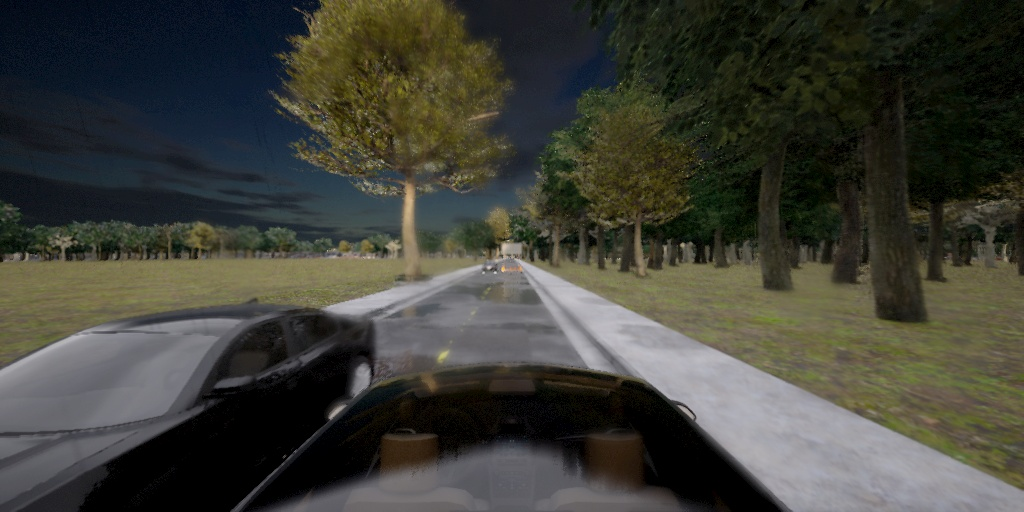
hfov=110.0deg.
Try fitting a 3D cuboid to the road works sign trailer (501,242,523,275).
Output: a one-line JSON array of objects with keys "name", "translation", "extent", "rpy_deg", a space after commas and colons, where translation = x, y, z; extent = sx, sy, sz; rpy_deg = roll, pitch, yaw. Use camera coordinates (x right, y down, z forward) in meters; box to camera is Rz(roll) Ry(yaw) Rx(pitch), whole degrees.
[{"name": "road works sign trailer", "translation": [-0.008, 0.243, 40.365], "extent": [2.380, 3.560, 2.880], "rpy_deg": [0, 0, 0]}]

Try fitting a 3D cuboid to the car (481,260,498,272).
[{"name": "car", "translation": [-2.834, 1.276, 46.524], "extent": [2.128, 1.511, 4.902], "rpy_deg": [0, 0, 0]}]

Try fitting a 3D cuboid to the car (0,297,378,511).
[{"name": "car", "translation": [-2.851, 1.229, 3.136], "extent": [1.882, 1.535, 5.008], "rpy_deg": [0, 0, 0]}]
